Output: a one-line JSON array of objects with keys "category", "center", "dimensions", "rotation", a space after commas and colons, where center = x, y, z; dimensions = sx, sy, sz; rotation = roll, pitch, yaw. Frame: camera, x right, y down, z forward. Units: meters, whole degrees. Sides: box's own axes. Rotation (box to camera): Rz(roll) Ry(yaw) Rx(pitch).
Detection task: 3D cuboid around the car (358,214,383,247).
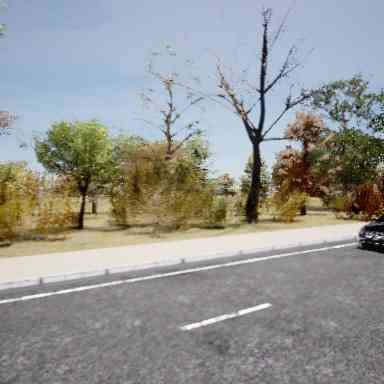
[{"category": "car", "center": [8.818, 1.496, 13.723], "dimensions": [4.892, 1.490, 1.837], "rotation": [0, 0, -34]}]
